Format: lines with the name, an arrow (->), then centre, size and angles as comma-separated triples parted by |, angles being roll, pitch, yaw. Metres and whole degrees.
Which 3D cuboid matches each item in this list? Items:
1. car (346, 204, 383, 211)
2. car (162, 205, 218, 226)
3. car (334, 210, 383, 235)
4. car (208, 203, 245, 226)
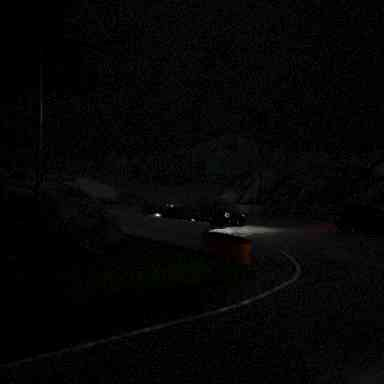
car -> 13.018, 1.796, 23.785 | 2.097, 1.767, 4.553 | 1, 0, -36
car -> -0.528, 1.842, 24.554 | 1.837, 1.490, 4.892 | 1, 0, -36
car -> 11.312, 2.009, 20.175 | 1.895, 1.301, 4.718 | 1, 0, -36
car -> 2.156, 1.725, 26.818 | 2.097, 1.767, 4.553 | 1, 0, -36
